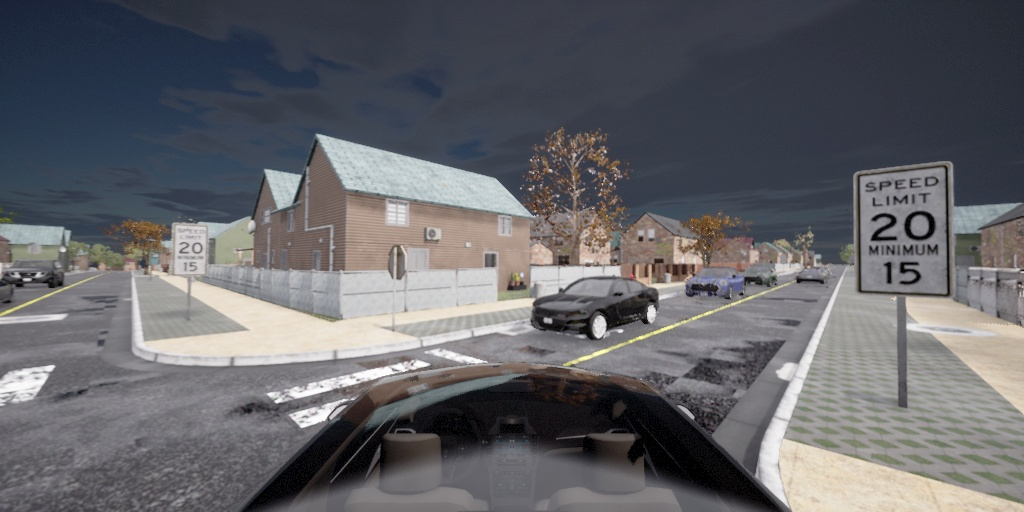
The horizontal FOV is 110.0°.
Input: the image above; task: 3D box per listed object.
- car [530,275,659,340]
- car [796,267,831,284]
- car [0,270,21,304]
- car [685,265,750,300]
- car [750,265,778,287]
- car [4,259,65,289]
[{"bbox_3d":[2.614,1.342,10.629,1.882,1.535,5.008,-1,-1,44],"label":"car"},{"bbox_3d":[27.280,1.797,32.617,1.994,1.385,4.181,-1,-1,44],"label":"car"},{"bbox_3d":[-22.265,1.417,14.596,4.181,1.385,1.994,-1,-2,44],"label":"car"},{"bbox_3d":[11.285,1.366,19.835,2.097,1.767,4.553,-1,-1,43],"label":"car"},{"bbox_3d":[19.881,1.516,28.953,2.097,1.767,4.553,-1,-1,43],"label":"car"},{"bbox_3d":[-33.632,1.243,25.354,5.566,2.045,2.150,-1,-2,44],"label":"car"}]
